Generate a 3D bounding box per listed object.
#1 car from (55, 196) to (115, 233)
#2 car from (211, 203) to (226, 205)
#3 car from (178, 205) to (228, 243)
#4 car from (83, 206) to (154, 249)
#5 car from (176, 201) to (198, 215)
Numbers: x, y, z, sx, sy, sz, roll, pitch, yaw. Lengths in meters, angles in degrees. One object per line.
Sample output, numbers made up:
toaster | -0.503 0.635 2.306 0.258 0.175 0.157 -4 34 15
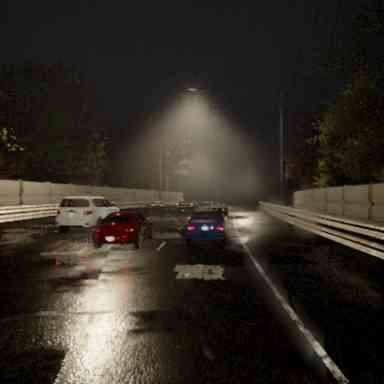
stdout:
car | -5.981 1.264 19.766 2.150 2.045 5.566 0 0 5
car | 2.785 1.823 34.686 1.895 1.301 4.718 0 -1 8
car | 0.744 1.582 16.364 2.033 1.411 5.357 0 0 4
car | -2.862 1.546 14.449 1.812 1.442 4.674 0 0 3
car | -0.514 1.724 36.189 2.128 1.511 4.902 0 -1 9
